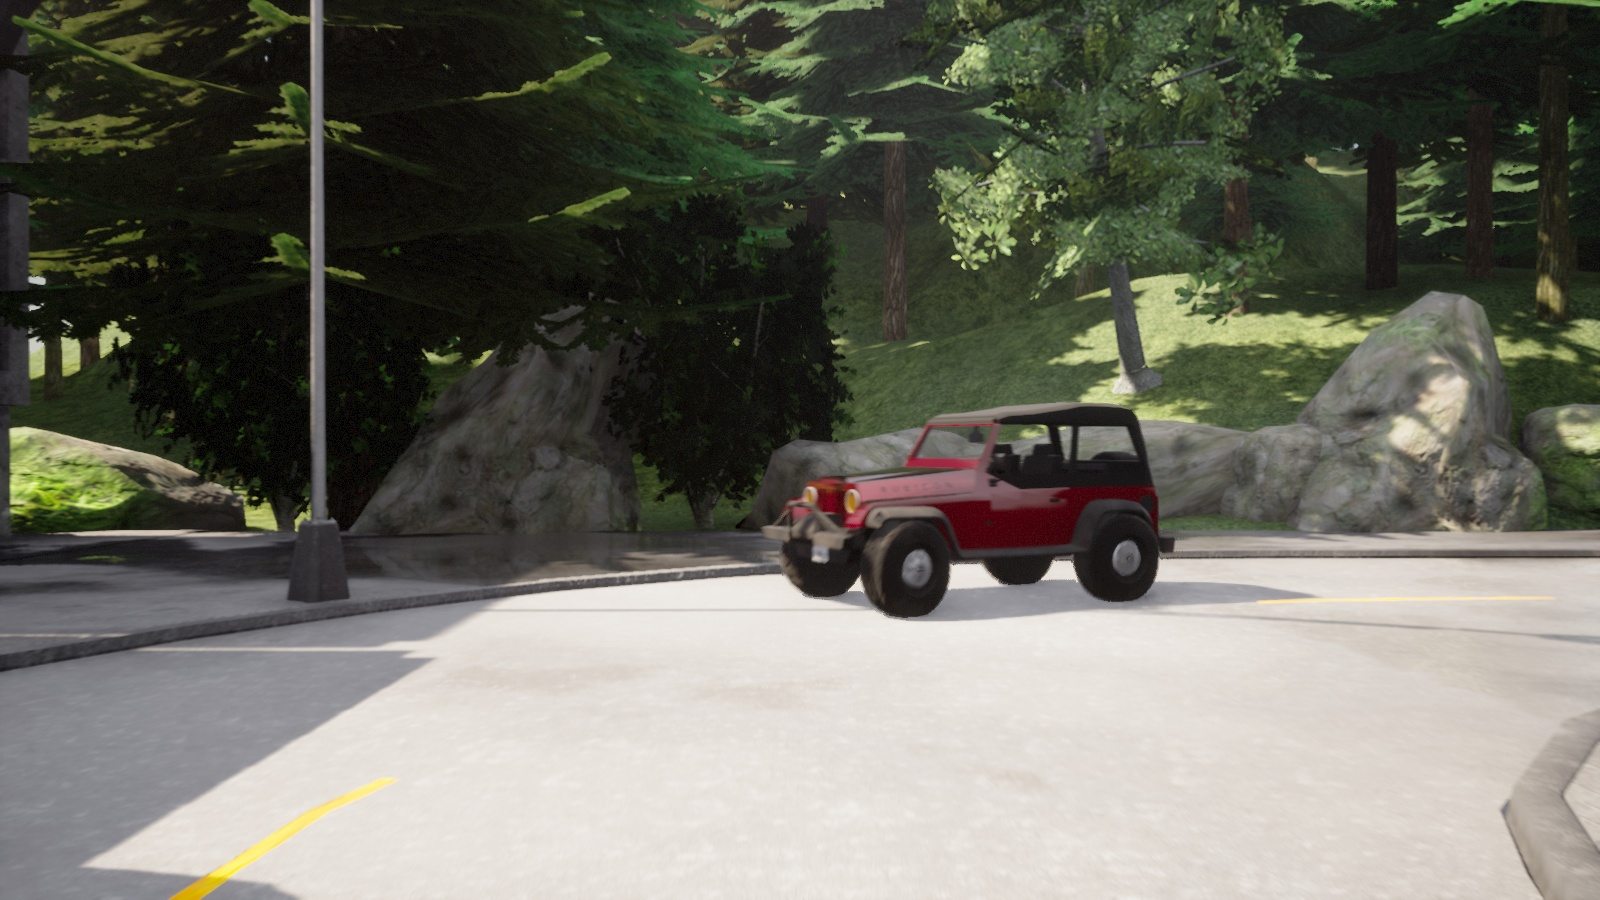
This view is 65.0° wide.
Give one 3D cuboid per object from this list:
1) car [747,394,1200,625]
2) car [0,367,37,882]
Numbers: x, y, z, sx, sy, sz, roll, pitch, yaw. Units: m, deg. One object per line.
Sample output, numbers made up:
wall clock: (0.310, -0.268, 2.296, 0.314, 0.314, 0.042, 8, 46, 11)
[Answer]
car: (1.655, 0.478, 11.956, 3.866, 1.878, 1.905, 0, 0, -27)
car: (-3.949, 0.576, 2.068, 2.242, 1.667, 4.611, 0, 0, 7)
